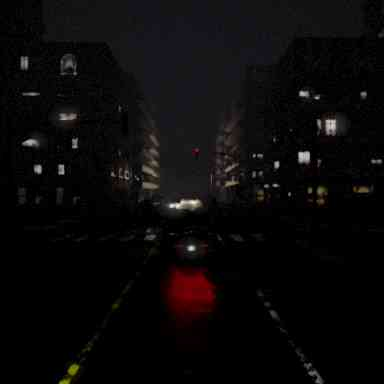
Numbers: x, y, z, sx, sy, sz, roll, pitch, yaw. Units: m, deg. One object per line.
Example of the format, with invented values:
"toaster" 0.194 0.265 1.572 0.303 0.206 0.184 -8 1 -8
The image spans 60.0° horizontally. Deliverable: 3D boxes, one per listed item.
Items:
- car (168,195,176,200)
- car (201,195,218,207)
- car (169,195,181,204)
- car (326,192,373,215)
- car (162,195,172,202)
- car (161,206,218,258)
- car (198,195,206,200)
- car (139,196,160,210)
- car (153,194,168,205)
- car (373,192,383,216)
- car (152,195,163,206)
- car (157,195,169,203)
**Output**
"car" -5.688 1.509 94.233 2.008 1.369 4.403 0 0 0
"car" 2.690 1.407 48.775 1.967 1.590 4.097 0 0 0
"car" -3.042 1.454 60.634 2.128 1.511 4.902 0 0 1
"car" 14.560 0.984 29.405 5.009 1.841 2.192 -1 1 0
"car" -5.688 1.399 77.187 1.967 1.590 4.097 0 0 0
"car" -0.128 1.493 12.737 1.837 1.490 4.892 0 0 -3
"car" 2.693 1.510 88.552 2.008 1.369 4.403 0 0 0
"car" -5.690 1.535 43.091 1.947 1.339 4.313 0 0 0
"car" -5.690 1.279 54.456 2.192 1.841 5.009 0 0 0
"car" 14.694 1.007 21.027 5.009 1.841 2.192 -1 1 0
"car" -5.690 1.492 48.604 1.752 1.417 4.829 0 0 0
"car" -5.689 1.401 65.821 1.967 1.590 4.097 0 0 0
